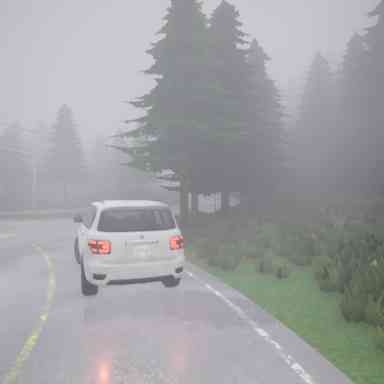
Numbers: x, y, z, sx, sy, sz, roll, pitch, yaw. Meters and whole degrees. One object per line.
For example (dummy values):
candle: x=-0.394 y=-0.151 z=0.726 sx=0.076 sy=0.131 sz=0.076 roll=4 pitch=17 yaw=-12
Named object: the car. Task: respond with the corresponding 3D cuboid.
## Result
car: x=-1.917 y=1.219 z=9.031 sx=2.150 sy=2.045 sz=5.566 roll=0 pitch=0 yaw=-20
